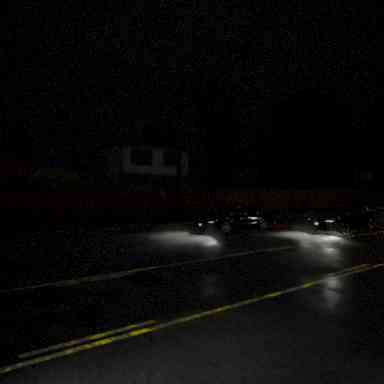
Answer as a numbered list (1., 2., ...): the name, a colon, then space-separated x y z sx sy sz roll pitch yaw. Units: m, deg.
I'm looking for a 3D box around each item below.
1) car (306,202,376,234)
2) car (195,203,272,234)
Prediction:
1. car: 8.399 1.373 18.580 4.892 1.490 1.837 -1 0 -35
2. car: 2.398 1.408 18.600 4.892 1.490 1.837 -1 1 -36
